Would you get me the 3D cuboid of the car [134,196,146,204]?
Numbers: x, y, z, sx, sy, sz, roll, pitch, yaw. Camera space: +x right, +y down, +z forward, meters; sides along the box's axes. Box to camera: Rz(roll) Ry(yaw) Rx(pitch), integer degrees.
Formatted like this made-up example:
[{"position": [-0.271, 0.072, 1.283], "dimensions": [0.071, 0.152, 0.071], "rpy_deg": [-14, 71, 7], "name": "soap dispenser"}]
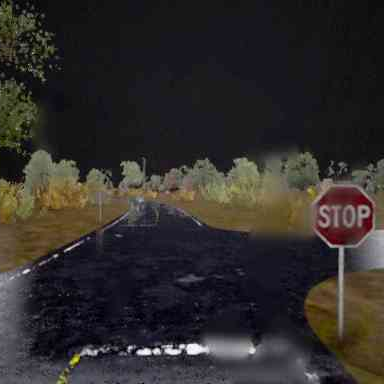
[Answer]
[{"position": [-9.648, 1.460, 61.637], "dimensions": [2.128, 1.511, 4.902], "rpy_deg": [0, 0, -11], "name": "car"}]
